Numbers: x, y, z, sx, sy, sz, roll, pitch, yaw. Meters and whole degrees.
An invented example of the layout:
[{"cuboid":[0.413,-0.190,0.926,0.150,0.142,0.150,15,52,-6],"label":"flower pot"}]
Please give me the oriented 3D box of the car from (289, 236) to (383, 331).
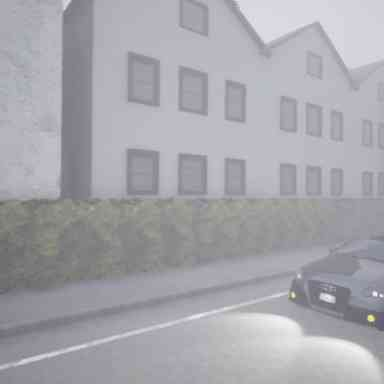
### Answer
[{"cuboid":[3.918,1.634,6.808,4.181,1.385,1.994,1,0,-36],"label":"car"}]
